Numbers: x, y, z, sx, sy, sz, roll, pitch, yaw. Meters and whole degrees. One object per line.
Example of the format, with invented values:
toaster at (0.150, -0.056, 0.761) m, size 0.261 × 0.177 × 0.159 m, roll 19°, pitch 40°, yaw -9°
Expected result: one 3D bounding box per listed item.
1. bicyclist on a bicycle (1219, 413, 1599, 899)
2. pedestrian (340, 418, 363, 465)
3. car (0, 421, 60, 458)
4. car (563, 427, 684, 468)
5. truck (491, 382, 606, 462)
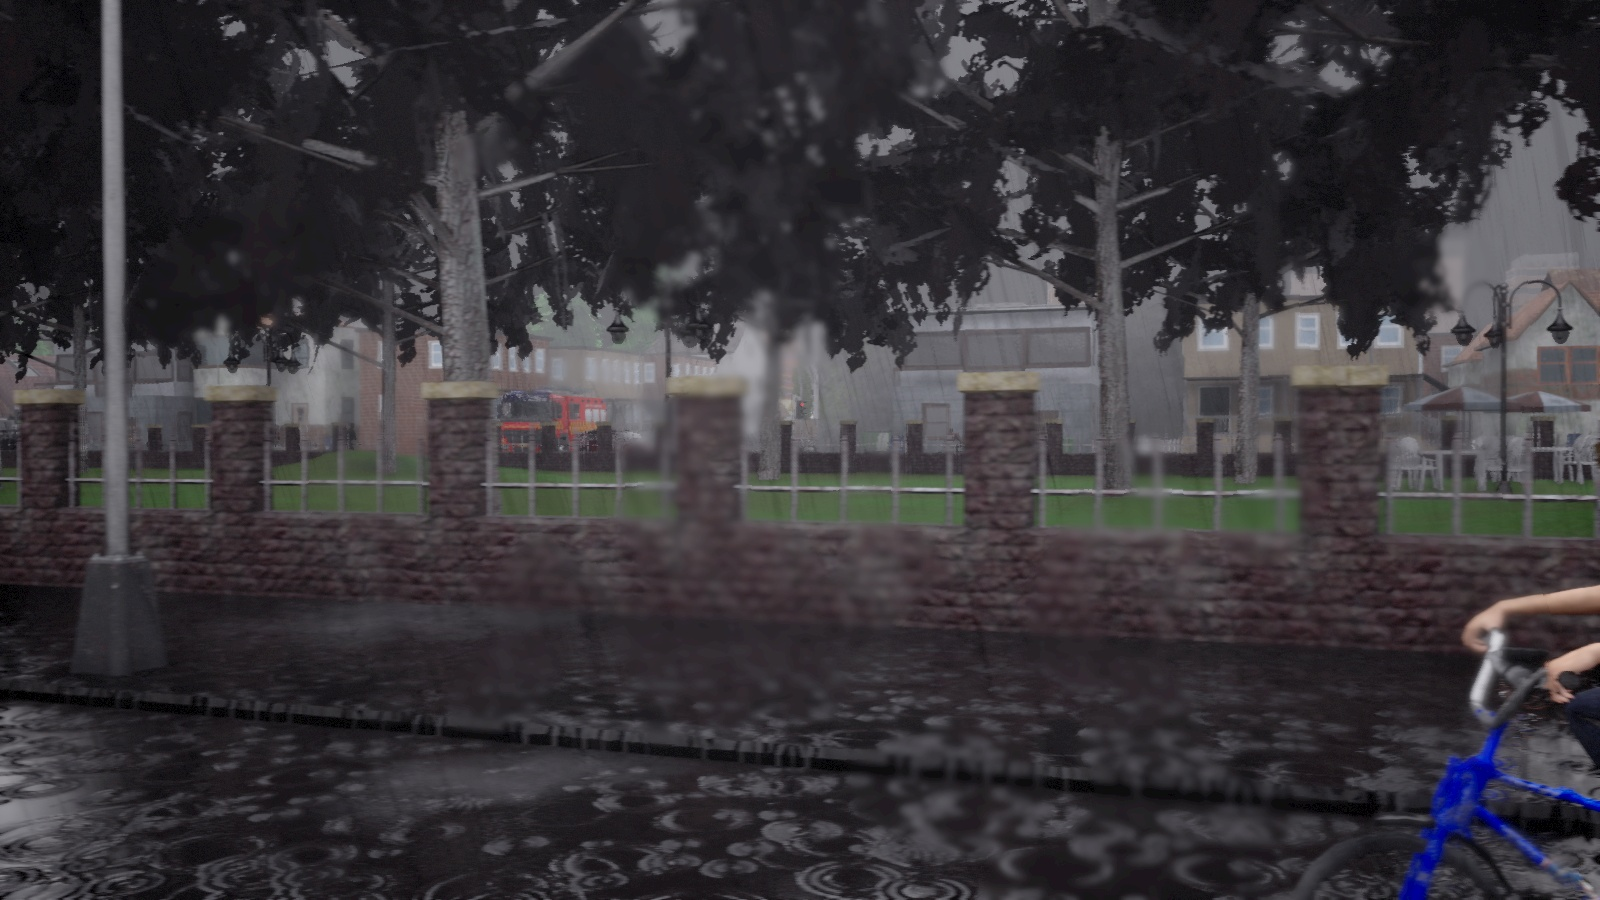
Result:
bicyclist on a bicycle at (1.836, 0.720, 3.097) m, size 1.509 × 1.612 × 0.866 m, roll 1°, pitch 1°, yaw 19°
pedestrian at (-18.623, -0.369, 52.145) m, size 0.788 × 1.949 × 0.423 m, roll 1°, pitch 1°, yaw 19°
car at (-41.156, -0.558, 65.369) m, size 4.605 × 1.855 × 1.932 m, roll 0°, pitch 1°, yaw 17°
car at (-7.622, -0.139, 54.133) m, size 4.856 × 1.649 × 2.033 m, roll 1°, pitch 1°, yaw 27°
truck at (-12.892, -1.432, 65.253) m, size 2.891 × 3.827 × 8.468 m, roll 1°, pitch 1°, yaw 10°
